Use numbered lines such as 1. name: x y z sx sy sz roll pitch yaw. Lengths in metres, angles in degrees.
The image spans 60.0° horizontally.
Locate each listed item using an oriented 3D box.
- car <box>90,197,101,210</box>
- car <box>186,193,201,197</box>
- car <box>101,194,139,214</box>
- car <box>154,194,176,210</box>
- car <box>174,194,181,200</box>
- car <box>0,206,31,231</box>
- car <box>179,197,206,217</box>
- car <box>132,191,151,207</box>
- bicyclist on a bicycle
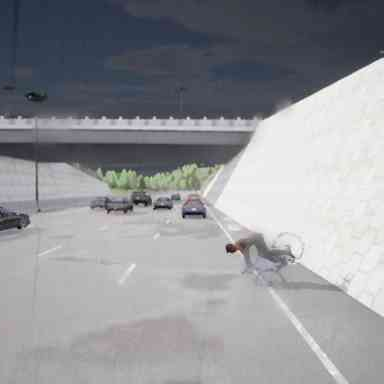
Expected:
1. car: -10.312 1.285 38.708 2.033 1.411 5.357 0 0 0
2. car: 0.211 1.026 48.541 2.097 1.767 4.553 0 1 0
3. car: -6.918 1.272 32.432 2.128 1.511 4.902 0 0 0
4. car: -3.311 1.299 39.198 1.994 1.385 4.181 0 0 0
5. car: -3.250 1.044 66.142 2.128 1.511 4.902 0 0 0
6. car: -10.364 1.430 17.014 2.033 1.411 5.357 0 0 0
7. car: 0.163 1.371 28.560 1.994 1.385 4.181 0 0 0
8. car: -6.864 0.913 45.072 2.150 2.045 5.566 0 0 1
9. bicyclist on a bicycle: 1.589 1.488 7.695 1.620 1.656 0.582 25 7 15
